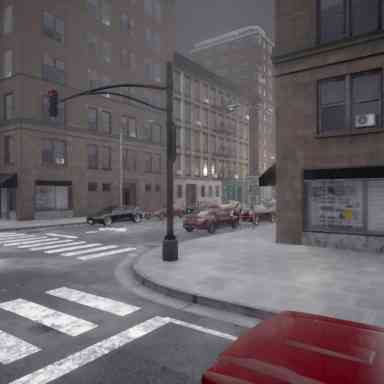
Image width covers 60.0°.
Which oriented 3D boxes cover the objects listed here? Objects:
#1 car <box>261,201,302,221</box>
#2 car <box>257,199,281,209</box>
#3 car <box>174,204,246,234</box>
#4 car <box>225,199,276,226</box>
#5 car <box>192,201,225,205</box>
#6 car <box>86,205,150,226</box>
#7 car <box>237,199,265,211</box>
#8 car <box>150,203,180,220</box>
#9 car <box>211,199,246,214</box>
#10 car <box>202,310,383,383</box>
[{"bbox_3d":[7.664,1.494,28.026,1.752,1.417,4.829,0,0,36],"label":"car"},{"bbox_3d":[10.683,1.600,46.016,1.802,1.307,4.206,0,0,36],"label":"car"},{"bbox_3d":[1.135,1.555,18.916,1.802,1.307,4.206,0,0,36],"label":"car"},{"bbox_3d":[4.349,1.411,23.402,1.967,1.590,4.097,0,0,36],"label":"car"},{"bbox_3d":[1.040,1.564,32.560,1.887,1.381,4.507,0,0,36],"label":"car"},{"bbox_3d":[-5.389,1.589,23.589,1.947,1.339,4.313,0,0,36],"label":"car"},{"bbox_3d":[7.469,1.599,41.531,1.802,1.307,4.206,0,0,36],"label":"car"},{"bbox_3d":[-2.174,1.603,28.075,1.802,1.307,4.206,0,0,36],"label":"car"},{"bbox_3d":[4.155,1.543,36.907,1.752,1.417,4.829,0,0,36],"label":"car"},{"bbox_3d":[2.320,1.601,2.034,4.718,1.301,1.895,0,0,36],"label":"car"}]
